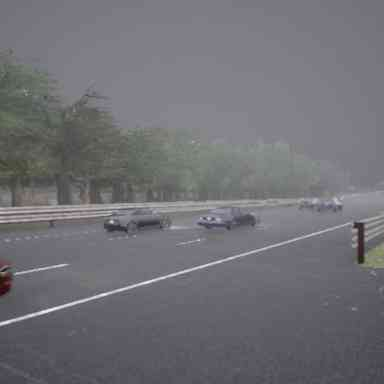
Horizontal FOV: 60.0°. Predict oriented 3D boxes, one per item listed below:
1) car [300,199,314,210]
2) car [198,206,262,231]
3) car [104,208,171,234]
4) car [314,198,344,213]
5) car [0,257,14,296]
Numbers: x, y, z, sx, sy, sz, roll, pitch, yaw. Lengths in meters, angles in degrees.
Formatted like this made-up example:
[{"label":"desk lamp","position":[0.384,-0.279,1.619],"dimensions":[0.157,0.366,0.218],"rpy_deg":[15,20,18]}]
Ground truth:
[{"label":"car","position":[16.129,1.678,45.181],"dimensions":[1.837,1.490,4.892],"rpy_deg":[0,0,36]},{"label":"car","position":[2.550,1.633,21.412],"dimensions":[2.033,1.411,5.357],"rpy_deg":[0,0,38]},{"label":"car","position":[-3.155,1.629,19.851],"dimensions":[1.994,1.385,4.181],"rpy_deg":[0,0,38]},{"label":"car","position":[16.815,1.515,40.184],"dimensions":[2.097,1.767,4.553],"rpy_deg":[0,0,36]},{"label":"car","position":[-5.766,1.535,5.600],"dimensions":[1.882,1.535,5.008],"rpy_deg":[0,0,39]}]
